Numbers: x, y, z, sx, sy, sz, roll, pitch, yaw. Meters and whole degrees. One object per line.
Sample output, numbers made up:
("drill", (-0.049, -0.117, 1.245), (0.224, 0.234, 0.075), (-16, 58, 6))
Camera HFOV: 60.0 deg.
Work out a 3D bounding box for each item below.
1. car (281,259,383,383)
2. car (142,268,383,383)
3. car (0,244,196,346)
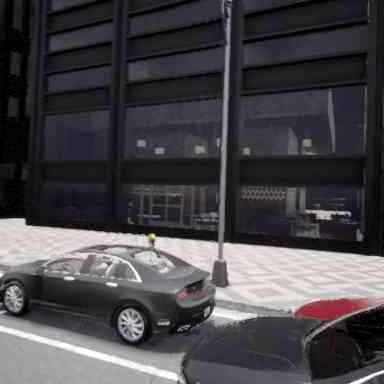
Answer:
("car", (3.400, 1.828, 4.054), (4.206, 1.307, 1.802), (1, -2, 24))
("car", (2.209, 1.669, 2.553), (4.892, 1.490, 1.837), (1, -2, 24))
("car", (-1.741, 1.678, 6.360), (4.403, 1.369, 2.008), (1, -2, 24))
